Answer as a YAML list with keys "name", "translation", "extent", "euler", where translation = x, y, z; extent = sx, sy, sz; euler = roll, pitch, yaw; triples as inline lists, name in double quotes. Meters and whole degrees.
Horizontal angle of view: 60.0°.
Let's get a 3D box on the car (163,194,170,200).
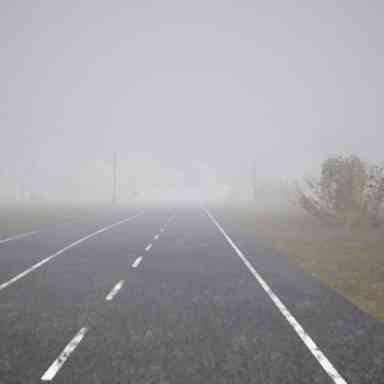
- name: "car"
  translation: [-6.998, 1.377, 92.371]
  extent: [1.812, 1.442, 4.674]
  euler: [0, 0, 0]
